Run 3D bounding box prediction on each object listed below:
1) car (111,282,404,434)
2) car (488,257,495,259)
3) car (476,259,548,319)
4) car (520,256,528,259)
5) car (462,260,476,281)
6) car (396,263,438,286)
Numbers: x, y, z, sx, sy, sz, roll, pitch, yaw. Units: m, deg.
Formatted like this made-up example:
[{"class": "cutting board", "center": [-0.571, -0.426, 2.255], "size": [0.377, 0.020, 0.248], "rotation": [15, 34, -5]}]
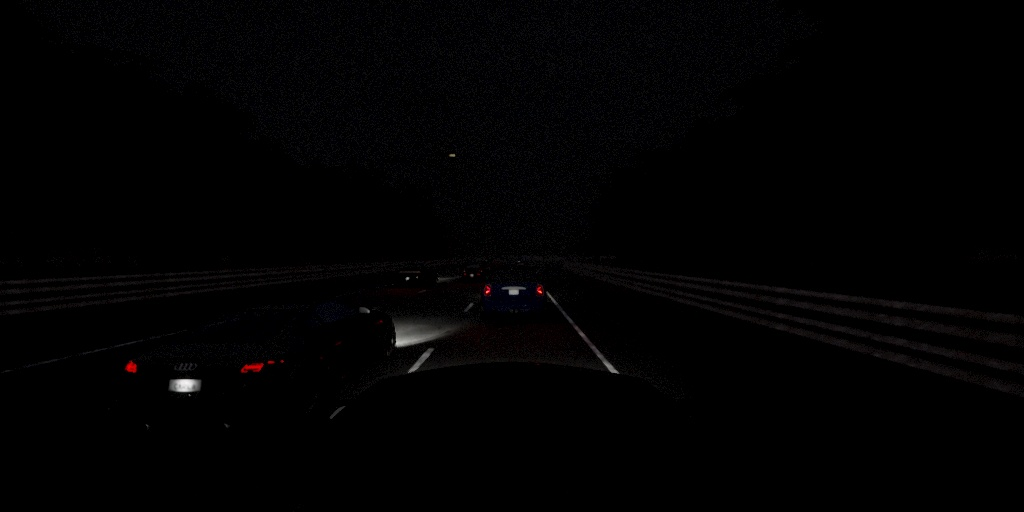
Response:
[{"class": "car", "center": [-3.378, 1.312, 5.720], "size": [1.994, 1.385, 4.181], "rotation": [0, 0, 0]}, {"class": "car", "center": [-2.040, 1.177, 52.825], "size": [1.882, 1.535, 5.008], "rotation": [0, 0, 3]}, {"class": "car", "center": [0.080, 1.103, 12.877], "size": [2.097, 1.767, 4.553], "rotation": [0, 0, 1]}, {"class": "car", "center": [1.884, 1.162, 62.780], "size": [2.128, 1.511, 4.902], "rotation": [0, 0, 3]}, {"class": "car", "center": [-2.976, 1.269, 29.421], "size": [1.812, 1.442, 4.674], "rotation": [0, 0, 2]}, {"class": "car", "center": [-6.612, 1.234, 25.392], "size": [2.128, 1.511, 4.902], "rotation": [0, 0, 2]}]
